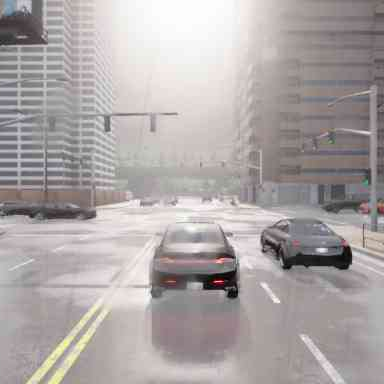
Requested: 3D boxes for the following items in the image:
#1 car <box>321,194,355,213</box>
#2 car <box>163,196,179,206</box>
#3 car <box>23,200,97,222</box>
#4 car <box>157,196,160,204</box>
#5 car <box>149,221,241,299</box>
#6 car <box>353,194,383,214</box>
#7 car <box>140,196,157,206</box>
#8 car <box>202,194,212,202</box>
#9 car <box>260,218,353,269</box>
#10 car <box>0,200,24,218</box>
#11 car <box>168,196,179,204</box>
[{"bbox_3d":[17.152,1.221,36.516,5.566,2.045,2.150,0,0,0],"label":"car"},{"bbox_3d":[-3.656,1.492,55.092,2.128,1.511,4.902,0,0,0],"label":"car"},{"bbox_3d":[-10.001,1.477,25.932,5.008,1.535,1.882,0,0,0],"label":"car"},{"bbox_3d":[-7.132,1.526,63.211,1.812,1.442,4.674,0,0,1],"label":"car"},{"bbox_3d":[0.055,1.492,8.462,2.128,1.511,4.902,0,0,0],"label":"car"},{"bbox_3d":[18.977,1.352,32.996,4.553,1.767,2.097,0,0,0],"label":"car"},{"bbox_3d":[-7.161,1.526,53.298,1.812,1.442,4.674,0,0,1],"label":"car"},{"bbox_3d":[3.406,1.355,76.835,2.097,1.767,4.553,0,0,0],"label":"car"},{"bbox_3d":[3.566,1.564,11.112,1.994,1.385,4.181,0,0,0],"label":"car"},{"bbox_3d":[-15.113,1.492,29.670,4.902,1.511,2.128,0,0,-3],"label":"car"},{"bbox_3d":[-3.624,1.505,65.031,1.837,1.490,4.892,0,0,0],"label":"car"}]
